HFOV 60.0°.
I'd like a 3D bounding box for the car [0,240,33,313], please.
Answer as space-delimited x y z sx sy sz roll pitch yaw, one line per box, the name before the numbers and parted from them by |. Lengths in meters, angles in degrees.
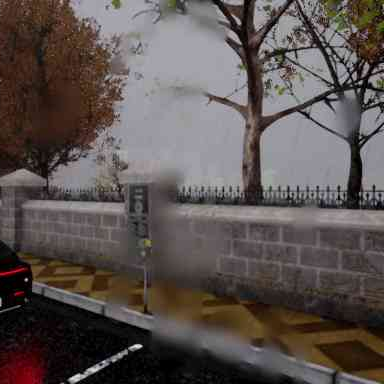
car | -5.067 1.503 6.582 4.892 1.490 1.837 0 0 36
